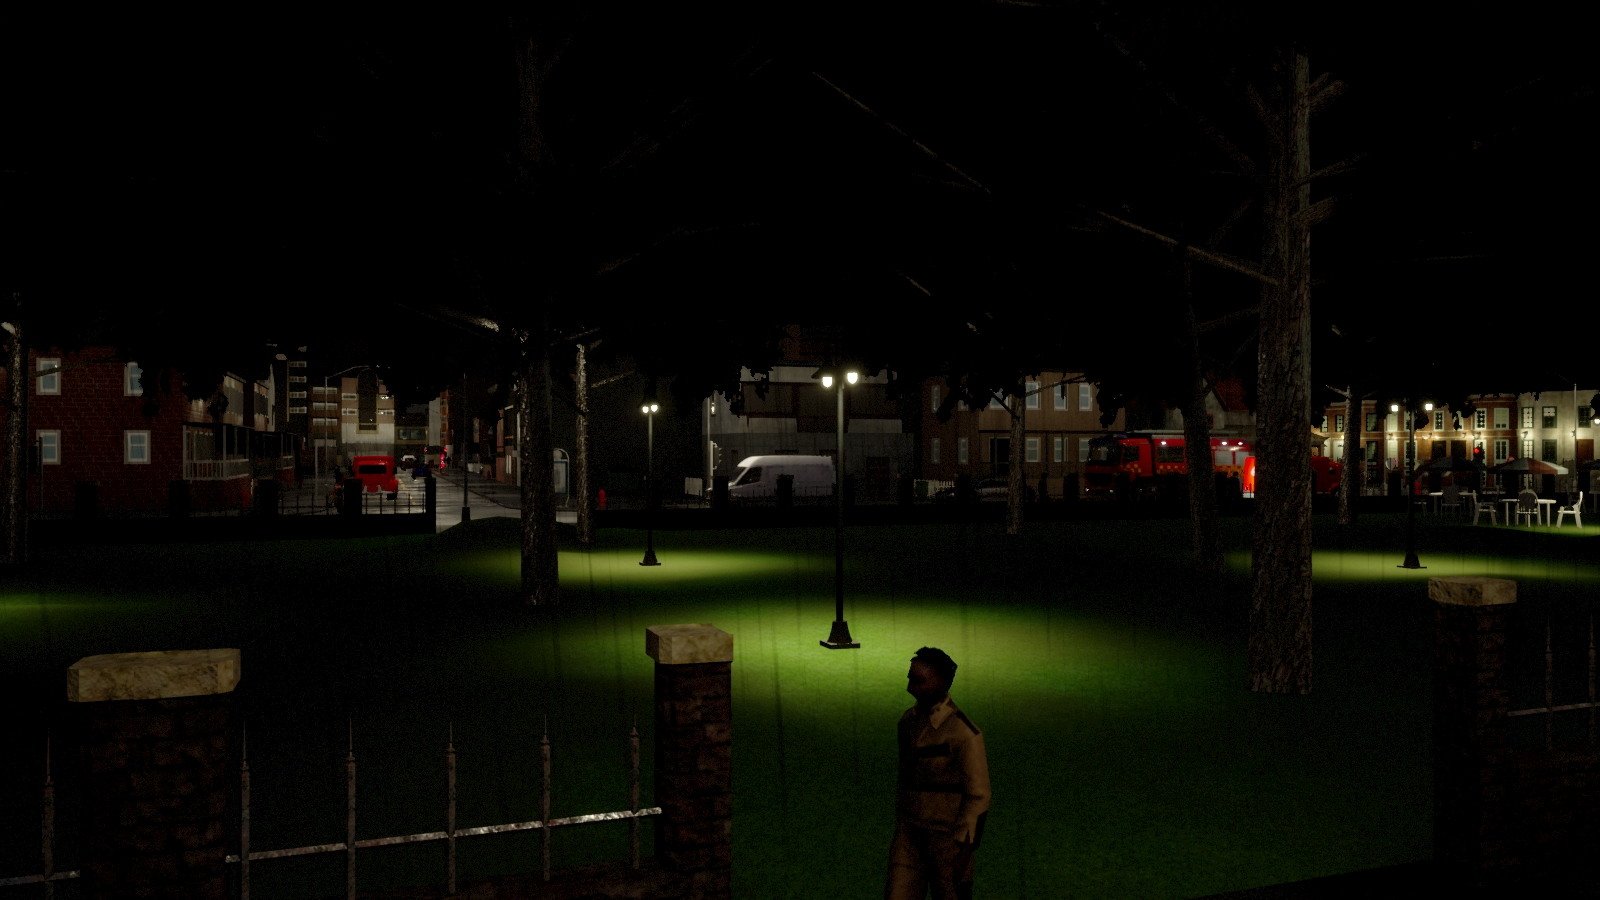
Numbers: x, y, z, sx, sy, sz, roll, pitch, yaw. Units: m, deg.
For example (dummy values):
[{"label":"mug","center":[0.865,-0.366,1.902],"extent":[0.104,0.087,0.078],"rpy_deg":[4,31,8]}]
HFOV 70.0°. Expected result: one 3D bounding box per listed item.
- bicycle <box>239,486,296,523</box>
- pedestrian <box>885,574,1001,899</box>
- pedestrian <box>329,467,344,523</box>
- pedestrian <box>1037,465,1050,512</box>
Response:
[{"label":"bicycle","center":[-19.015,1.940,40.835],"extent":[1.835,1.271,0.329],"rpy_deg":[0,0,-20]},{"label":"pedestrian","center":[0.656,1.525,5.233],"extent":[0.375,1.860,0.375],"rpy_deg":[0,0,45]},{"label":"pedestrian","center":[-15.758,1.525,38.838],"extent":[0.375,1.860,0.375],"rpy_deg":[0,0,-1]},{"label":"pedestrian","center":[9.724,1.525,45.674],"extent":[0.375,1.860,0.375],"rpy_deg":[0,0,-20]}]
